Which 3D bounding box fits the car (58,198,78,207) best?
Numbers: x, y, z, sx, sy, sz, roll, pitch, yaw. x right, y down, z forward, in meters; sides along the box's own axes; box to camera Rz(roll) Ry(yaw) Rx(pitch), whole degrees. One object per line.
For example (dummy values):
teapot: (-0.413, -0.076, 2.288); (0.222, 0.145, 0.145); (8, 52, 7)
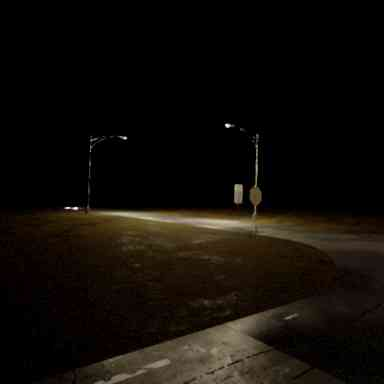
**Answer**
car: (-18.657, 1.572, 50.004); (1.994, 1.385, 4.181); (3, -2, -36)
